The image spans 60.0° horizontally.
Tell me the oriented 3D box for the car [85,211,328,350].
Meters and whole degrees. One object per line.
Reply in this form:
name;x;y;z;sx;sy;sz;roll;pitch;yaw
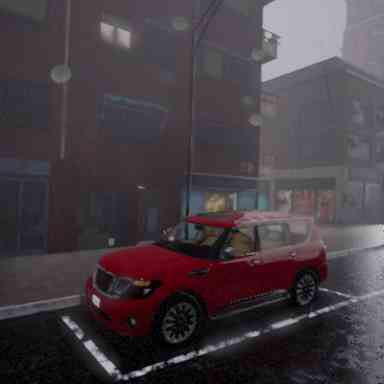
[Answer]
car;0.605;1.356;6.494;5.009;1.841;2.192;1;1;-35
